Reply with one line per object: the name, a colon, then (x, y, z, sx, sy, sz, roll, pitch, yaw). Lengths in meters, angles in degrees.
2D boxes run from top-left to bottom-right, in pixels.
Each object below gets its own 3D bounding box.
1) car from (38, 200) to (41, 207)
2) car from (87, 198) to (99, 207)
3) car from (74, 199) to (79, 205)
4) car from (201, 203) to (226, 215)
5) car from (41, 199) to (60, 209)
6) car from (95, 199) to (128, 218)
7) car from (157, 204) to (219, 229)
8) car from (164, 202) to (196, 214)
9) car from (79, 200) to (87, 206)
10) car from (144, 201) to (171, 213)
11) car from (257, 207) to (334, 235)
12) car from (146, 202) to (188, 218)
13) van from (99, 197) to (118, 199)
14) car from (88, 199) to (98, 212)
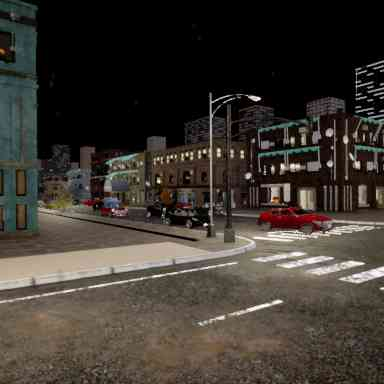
car: (-30.682, 2.375, 66.802, 2.008, 1.369, 4.403, -1, 0, -35)
car: (-17.451, 1.939, 62.612, 2.192, 1.841, 5.009, -1, 0, -35)
car: (-27.043, 2.363, 76.164, 1.947, 1.339, 4.313, -1, 0, -35)
car: (1.751, 1.809, 35.512, 2.008, 1.369, 4.403, -2, 0, -35)
car: (-24.185, 2.232, 57.628, 1.752, 1.417, 4.829, -1, 0, -35)
car: (-8.289, 1.846, 35.183, 1.967, 1.590, 4.097, -1, 0, -35)
car: (-0.364, 1.814, 23.789, 1.947, 1.339, 4.313, -1, 0, -35)
car: (-1.448, 1.904, 40.029, 1.802, 1.307, 4.206, -2, 0, -35)
car: (-20.645, 2.227, 67.129, 1.887, 1.381, 4.507, -1, 0, -35)
car: (-4.646, 1.966, 44.545, 1.802, 1.307, 4.206, -1, 0, -35)
car: (6.018, 1.649, 19.866, 1.812, 1.442, 4.674, -1, -1, -38)
car: (-2.662, 1.814, 31.740, 1.837, 1.490, 4.892, -1, 0, -35)
van: (-14.251, 1.906, 58.096, 1.690, 1.788, 3.998, -1, 0, -35)
car: (-12.040, 2.019, 45.023, 1.812, 1.442, 4.674, -1, 0, -35)
